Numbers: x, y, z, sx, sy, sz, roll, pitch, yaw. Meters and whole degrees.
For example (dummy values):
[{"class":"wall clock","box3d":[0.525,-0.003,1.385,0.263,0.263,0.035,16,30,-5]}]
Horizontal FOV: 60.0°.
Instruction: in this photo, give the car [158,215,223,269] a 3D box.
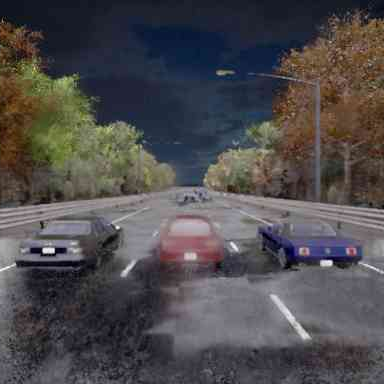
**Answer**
[{"class":"car","box3d":[-0.054,1.454,10.742,1.812,1.442,4.674,0,0,0]}]

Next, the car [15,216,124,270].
[{"class":"car","box3d":[-3.555,1.472,10.713,2.033,1.411,5.357,0,0,0]}]

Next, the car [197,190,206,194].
[{"class":"car","box3d":[2.874,0.591,86.385,2.150,2.045,5.566,0,0,0]}]

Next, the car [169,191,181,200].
[{"class":"car","box3d":[-4.031,0.986,73.794,2.128,1.511,4.902,0,0,0]}]

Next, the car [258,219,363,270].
[{"class":"car","box3d":[3.445,1.532,10.768,1.895,1.301,4.718,0,0,0]}]

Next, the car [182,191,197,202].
[{"class":"car","box3d":[-0.457,1.018,64.003,1.882,1.535,5.008,0,0,0]}]

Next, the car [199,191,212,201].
[{"class":"car","box3d":[3.014,1.078,67.791,1.994,1.385,4.181,0,0,0]}]
